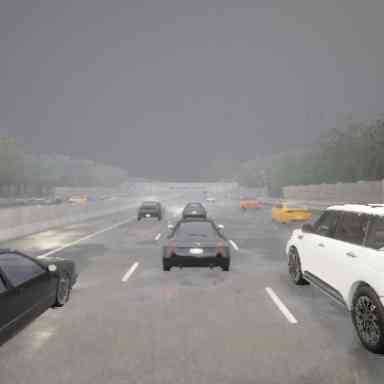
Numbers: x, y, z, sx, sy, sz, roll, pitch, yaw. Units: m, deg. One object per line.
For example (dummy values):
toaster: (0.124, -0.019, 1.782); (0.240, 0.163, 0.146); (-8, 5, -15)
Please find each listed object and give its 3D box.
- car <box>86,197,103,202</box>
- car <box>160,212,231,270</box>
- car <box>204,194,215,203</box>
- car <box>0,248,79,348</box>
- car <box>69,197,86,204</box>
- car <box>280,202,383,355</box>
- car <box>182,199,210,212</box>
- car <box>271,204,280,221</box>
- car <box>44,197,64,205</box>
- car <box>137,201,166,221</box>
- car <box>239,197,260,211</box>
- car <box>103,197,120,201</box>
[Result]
car: (-17.108, 1.641, 60.195); (1.994, 1.385, 4.181); (0, 0, 1)
car: (0.123, 1.566, 10.992); (1.994, 1.385, 4.181); (0, 0, 0)
car: (4.119, 1.696, 74.372); (1.895, 1.301, 4.718); (0, 0, 1)
car: (-3.391, 1.547, 4.832); (2.033, 1.411, 5.357); (0, 0, 0)
car: (-20.604, 1.556, 60.159); (1.882, 1.535, 5.008); (0, 0, 1)
car: (3.509, 1.222, 6.202); (2.150, 2.045, 5.566); (0, 0, 0)
car: (0.204, 1.585, 28.076); (1.994, 1.385, 4.181); (0, 0, 0)
car: (7.083, 1.493, 24.238); (1.882, 1.535, 5.008); (0, 0, 1)
car: (-24.137, 1.568, 58.118); (2.128, 1.511, 4.902); (0, 0, 1)
car: (-3.300, 1.525, 27.496); (1.837, 1.490, 4.892); (0, 0, 0)
car: (7.309, 1.404, 42.620); (2.097, 1.767, 4.553); (0, 0, 1)
car: (-13.637, 1.603, 58.706); (1.812, 1.442, 4.674); (0, 0, 1)
